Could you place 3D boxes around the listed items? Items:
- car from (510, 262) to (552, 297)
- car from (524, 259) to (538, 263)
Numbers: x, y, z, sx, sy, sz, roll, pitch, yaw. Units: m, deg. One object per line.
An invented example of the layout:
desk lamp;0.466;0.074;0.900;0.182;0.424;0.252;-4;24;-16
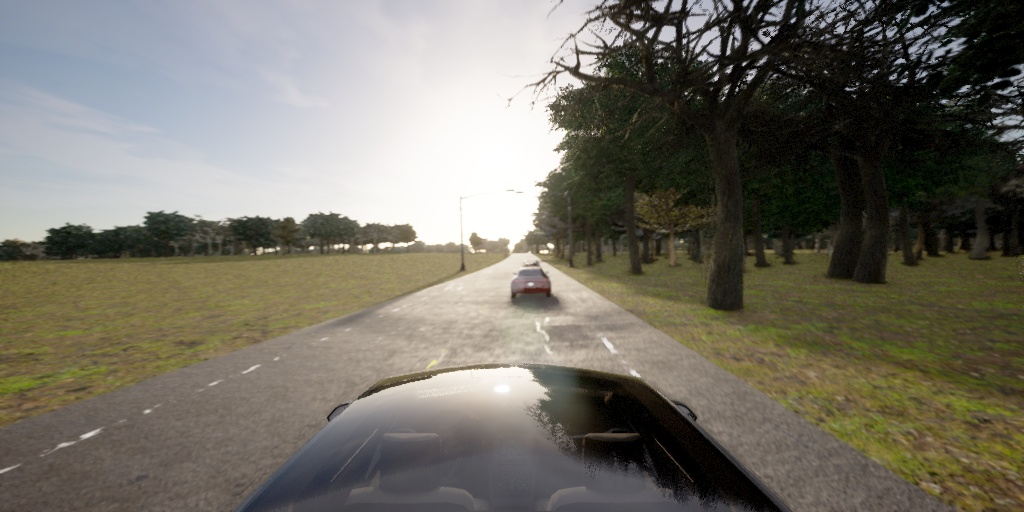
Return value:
car;0.979;1.241;18.396;1.994;1.385;4.181;-2;0;4
car;1.906;1.086;35.788;2.128;1.511;4.902;-2;0;3
